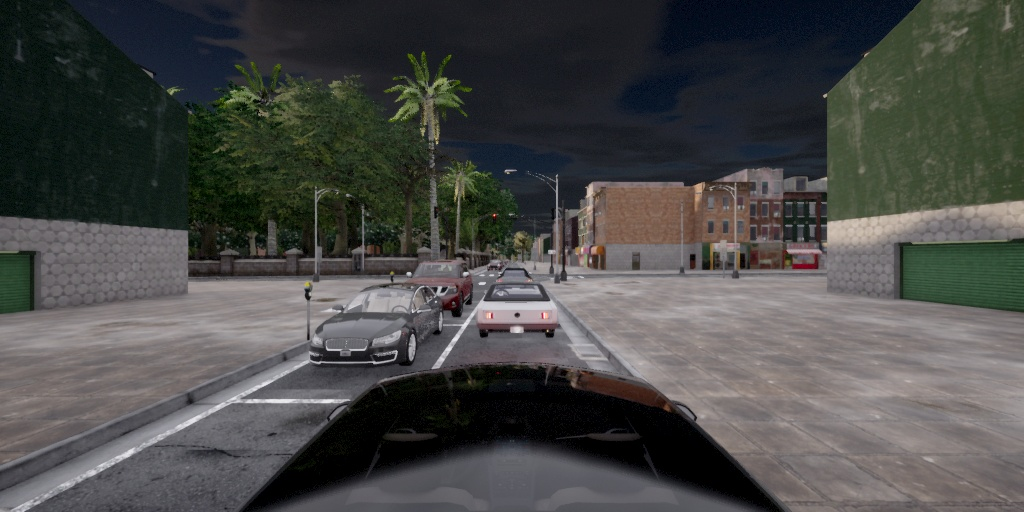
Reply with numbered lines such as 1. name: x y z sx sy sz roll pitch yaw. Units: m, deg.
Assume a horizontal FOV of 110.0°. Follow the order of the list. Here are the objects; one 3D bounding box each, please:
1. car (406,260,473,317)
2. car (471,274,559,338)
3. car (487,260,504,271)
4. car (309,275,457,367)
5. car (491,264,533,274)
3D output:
1. car: -2.605 1.069 13.305 2.192 1.841 5.009 0 0 0
2. car: 0.124 1.353 10.183 1.895 1.301 4.718 0 0 0
3. car: -2.493 1.295 51.451 1.967 1.591 4.097 0 0 0
4. car: -2.621 1.301 7.842 2.007 1.370 4.403 0 0 0
5. car: 0.159 1.325 19.355 1.994 1.385 4.181 0 0 2
